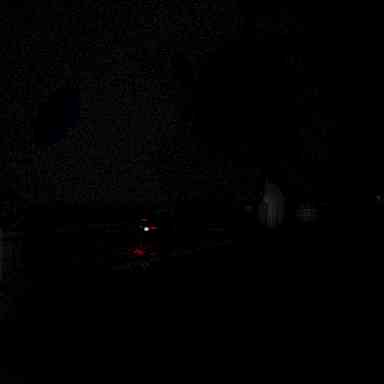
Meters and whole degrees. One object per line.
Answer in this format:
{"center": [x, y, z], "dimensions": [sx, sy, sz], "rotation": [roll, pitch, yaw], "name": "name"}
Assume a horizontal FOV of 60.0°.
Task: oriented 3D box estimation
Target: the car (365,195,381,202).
{"center": [41.254, 1.410, 76.289], "dimensions": [2.097, 1.767, 4.553], "rotation": [0, 0, 36], "name": "car"}

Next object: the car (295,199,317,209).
{"center": [15.712, 1.626, 45.667], "dimensions": [1.994, 1.385, 4.181], "rotation": [0, 0, 36], "name": "car"}

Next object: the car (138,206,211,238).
{"center": [-0.800, 1.541, 18.143], "dimensions": [1.837, 1.490, 4.892], "rotation": [0, 0, 36], "name": "car"}
